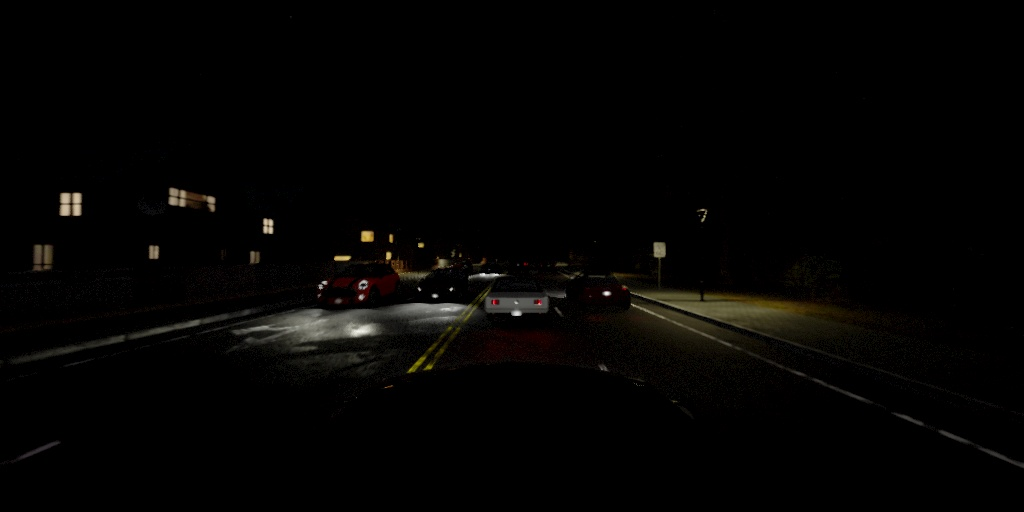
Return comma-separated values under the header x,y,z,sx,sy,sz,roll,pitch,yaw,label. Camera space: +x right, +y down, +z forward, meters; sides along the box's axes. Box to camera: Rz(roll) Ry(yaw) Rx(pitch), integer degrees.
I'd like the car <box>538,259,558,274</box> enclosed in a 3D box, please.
x,y,z,sx,sy,sz,roll,pitch,yaw,label
4.174,1.120,41.831,2.097,1.767,4.553,0,0,3,car

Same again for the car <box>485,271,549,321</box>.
x,y,z,sx,sy,sz,roll,pitch,yaw,label
0.163,1.360,12.502,1.895,1.301,4.718,0,0,1,car

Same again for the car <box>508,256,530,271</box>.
x,y,z,sx,sy,sz,roll,pitch,yaw,label
0.779,0.995,38.922,2.150,2.045,5.566,0,0,3,car

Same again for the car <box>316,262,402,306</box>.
x,y,z,sx,sy,sz,roll,pitch,yaw,label
-6.488,1.115,15.707,2.097,1.767,4.553,0,0,1,car

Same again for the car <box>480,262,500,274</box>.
x,y,z,sx,sy,sz,roll,pitch,yaw,label
-2.444,1.339,41.519,1.994,1.385,4.181,0,0,3,car

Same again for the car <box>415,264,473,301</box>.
x,y,z,sx,sy,sz,roll,pitch,yaw,label
-3.216,1.312,17.781,2.033,1.411,5.357,0,0,1,car

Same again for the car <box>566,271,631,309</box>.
x,y,z,sx,sy,sz,roll,pitch,yaw,label
3.448,1.324,14.942,1.994,1.385,4.181,0,0,1,car

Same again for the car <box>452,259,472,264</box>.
x,y,z,sx,sy,sz,roll,pitch,yaw,label
-5.724,1.129,40.929,2.097,1.767,4.553,0,0,3,car
